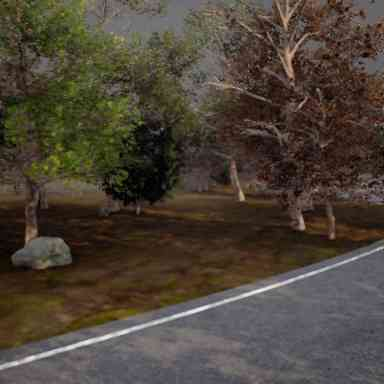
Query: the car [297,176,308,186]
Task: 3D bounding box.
[{"bbox_3d":[16.895,-1.254,46.572,1.812,1.442,4.674,-6,3,-6],"label":"car"}]
